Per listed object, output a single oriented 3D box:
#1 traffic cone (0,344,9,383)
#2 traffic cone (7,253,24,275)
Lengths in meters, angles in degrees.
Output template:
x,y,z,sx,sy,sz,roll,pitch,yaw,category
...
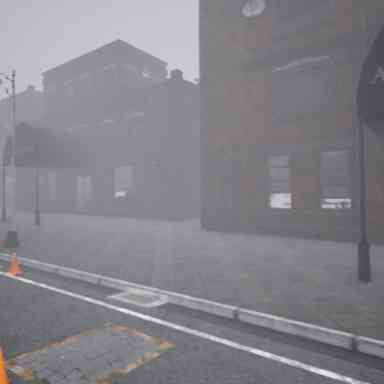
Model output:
x,y,z,sx,sy,sz,roll,pitch,yaw,category
-2.168,2.000,3.718,0.340,0.580,0.340,0,-1,37,traffic cone
-5.167,2.077,9.718,0.340,0.580,0.340,0,-1,37,traffic cone
